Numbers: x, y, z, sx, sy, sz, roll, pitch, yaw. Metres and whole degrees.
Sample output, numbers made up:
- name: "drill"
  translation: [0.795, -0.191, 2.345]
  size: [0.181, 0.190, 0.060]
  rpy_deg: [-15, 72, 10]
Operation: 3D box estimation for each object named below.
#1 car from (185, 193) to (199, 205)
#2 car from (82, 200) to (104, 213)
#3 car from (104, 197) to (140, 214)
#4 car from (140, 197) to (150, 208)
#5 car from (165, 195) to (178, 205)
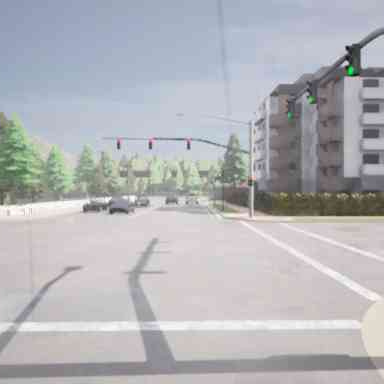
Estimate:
- name: "car"
  translation: [0.009, 1.133, 58.317]
  size: [2.150, 2.045, 5.566]
  rpy_deg: [0, 0, 0]
- name: "car"
  translation: [-10.567, 1.545, 36.859]
  size: [1.895, 1.301, 4.718]
  rpy_deg: [0, 0, 0]
- name: "car"
  translation: [-7.078, 1.495, 34.274]
  size: [2.033, 1.411, 5.357]
  rpy_deg: [0, 0, 0]
- name: "car"
  translation: [-7.058, 1.421, 46.916]
  size: [2.128, 1.511, 4.902]
  rpy_deg: [0, 0, 0]
- name: "car"
  translation: [-3.491, 1.264, 58.243]
  size: [2.097, 1.767, 4.553]
  rpy_deg: [0, 0, 0]
